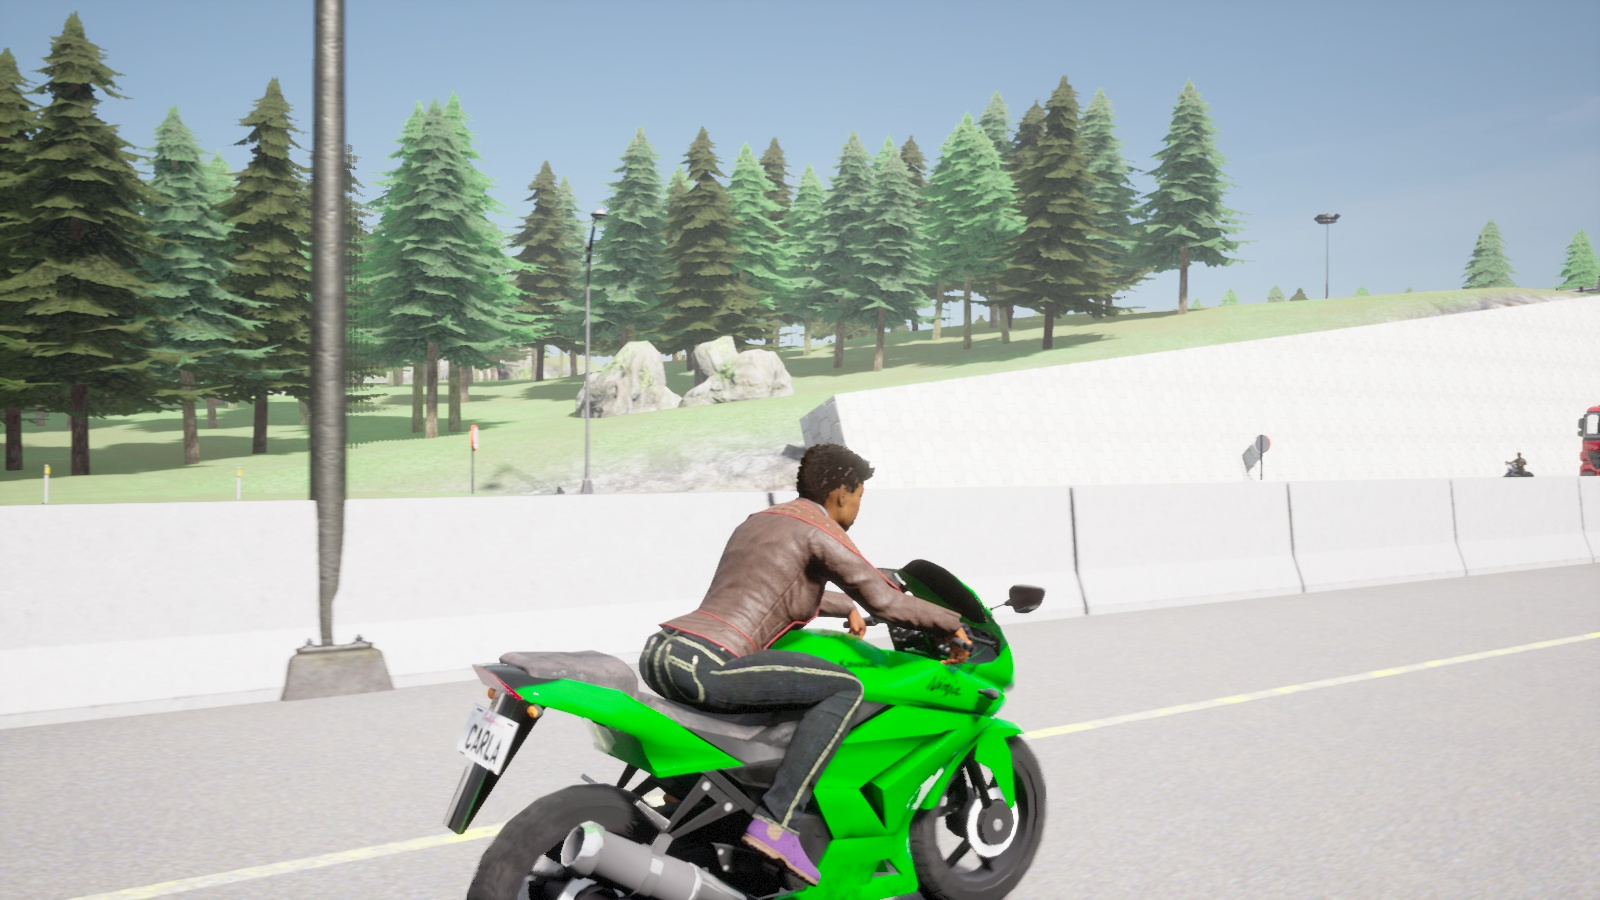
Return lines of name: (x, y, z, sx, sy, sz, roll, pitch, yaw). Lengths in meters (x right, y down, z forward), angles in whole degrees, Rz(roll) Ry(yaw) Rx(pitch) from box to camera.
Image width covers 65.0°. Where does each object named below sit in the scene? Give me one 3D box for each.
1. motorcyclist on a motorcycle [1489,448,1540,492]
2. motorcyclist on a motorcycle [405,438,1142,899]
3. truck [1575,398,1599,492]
motorcyclist on a motorcycle: (27.586, 0.755, 48.446, 2.350, 1.649, 0.766, 0, 0, -35)
motorcyclist on a motorcycle: (-0.002, 0.736, 3.657, 2.044, 1.523, 0.797, 0, 0, -35)
truck: (33.018, -0.189, 47.966, 7.936, 3.462, 2.891, 0, 0, -35)
